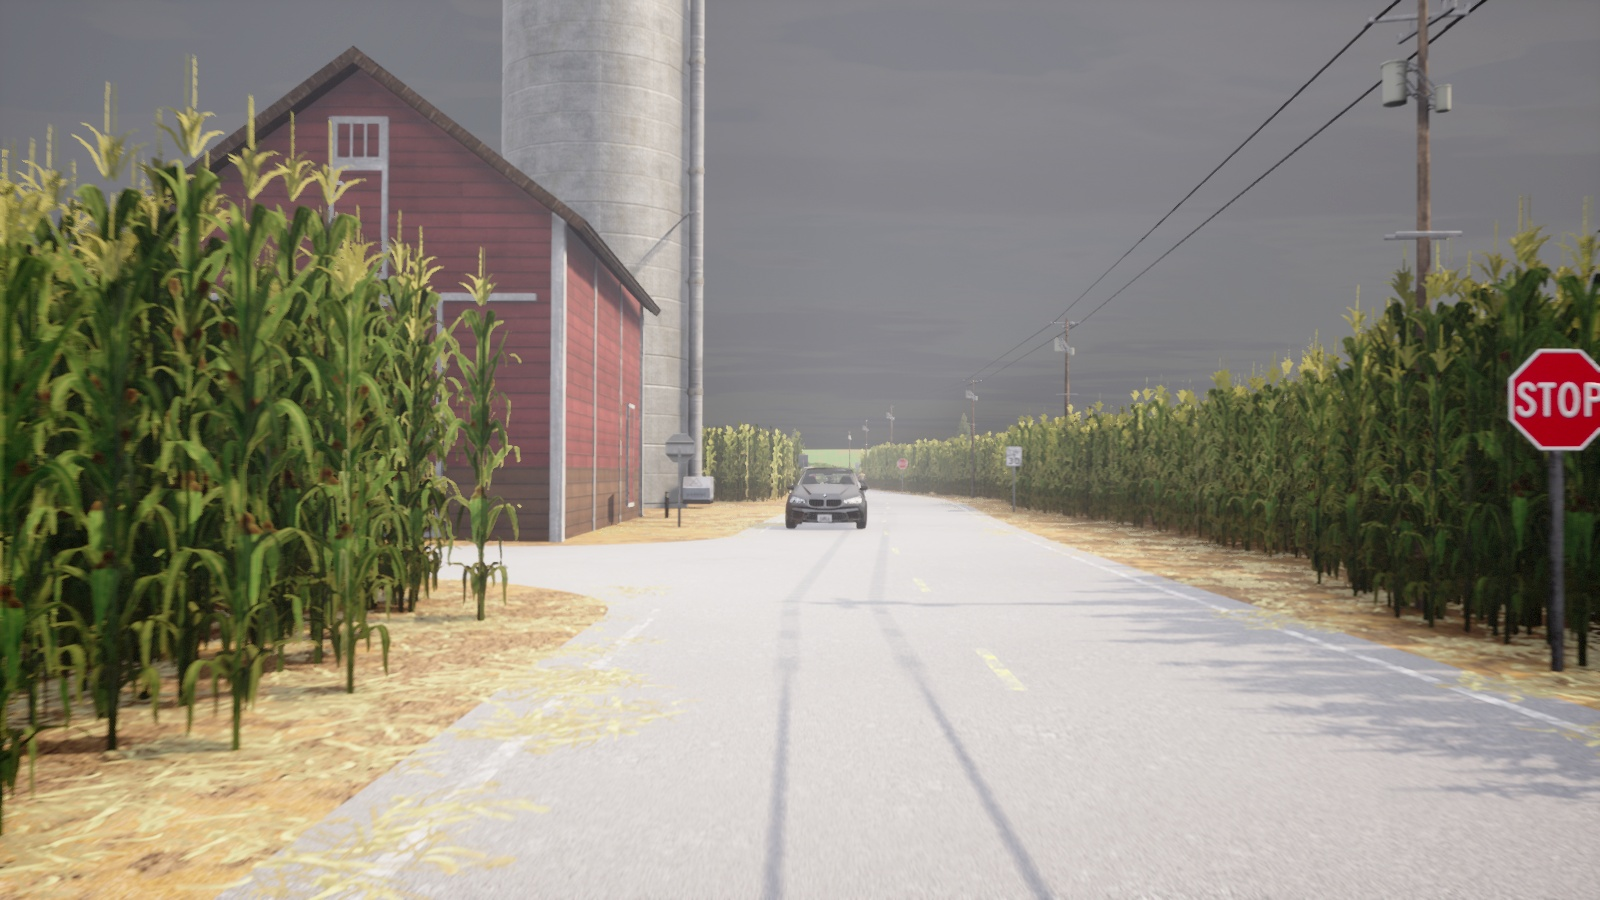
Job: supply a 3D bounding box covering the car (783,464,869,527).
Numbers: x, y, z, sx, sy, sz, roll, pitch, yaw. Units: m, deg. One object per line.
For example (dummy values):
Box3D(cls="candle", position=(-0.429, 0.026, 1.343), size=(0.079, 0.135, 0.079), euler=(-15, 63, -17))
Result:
Box3D(cls="car", position=(0.810, 1.251, 35.528), size=(2.242, 1.667, 4.611), euler=(0, -1, 4))
